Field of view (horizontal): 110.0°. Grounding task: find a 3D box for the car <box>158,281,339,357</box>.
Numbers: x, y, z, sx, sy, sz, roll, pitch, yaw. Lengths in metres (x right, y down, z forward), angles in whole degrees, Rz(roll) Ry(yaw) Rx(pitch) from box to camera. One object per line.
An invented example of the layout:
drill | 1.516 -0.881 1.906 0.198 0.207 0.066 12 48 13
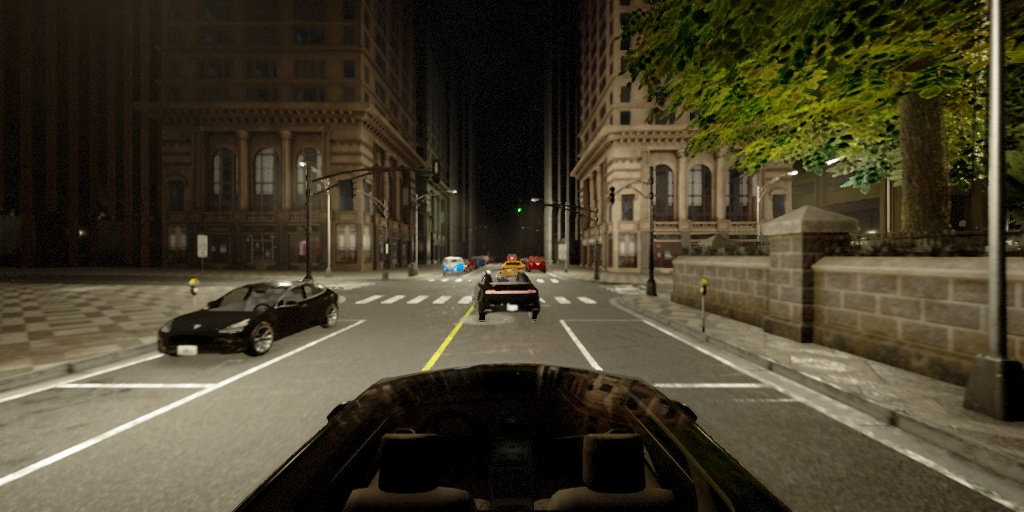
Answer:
car | -5.762 1.294 8.541 1.948 1.339 4.313 0 0 0

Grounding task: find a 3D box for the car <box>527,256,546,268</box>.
car | 2.765 0.963 40.647 2.192 1.841 5.009 0 0 0

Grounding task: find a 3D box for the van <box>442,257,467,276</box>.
van | -5.761 1.000 35.198 1.690 1.789 3.998 0 0 0

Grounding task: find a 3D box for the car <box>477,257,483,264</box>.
car | -5.760 1.195 51.521 1.948 1.339 4.313 0 0 0

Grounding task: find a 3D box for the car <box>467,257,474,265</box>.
car | -5.760 1.088 40.639 1.967 1.591 4.097 0 0 0

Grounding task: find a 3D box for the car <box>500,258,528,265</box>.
car | 0.105 1.148 30.552 1.882 1.535 5.008 0 0 0

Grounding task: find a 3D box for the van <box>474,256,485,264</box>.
van | -5.760 0.961 56.962 1.690 1.789 3.998 0 0 0

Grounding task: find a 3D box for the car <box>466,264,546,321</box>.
car | -0.340 1.209 12.302 2.128 1.511 4.902 0 0 -8

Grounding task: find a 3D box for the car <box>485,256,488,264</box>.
car | -5.760 1.157 62.404 1.888 1.381 4.507 0 0 0

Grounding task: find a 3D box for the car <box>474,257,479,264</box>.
car | -5.760 1.184 46.079 1.888 1.381 4.507 0 0 0
